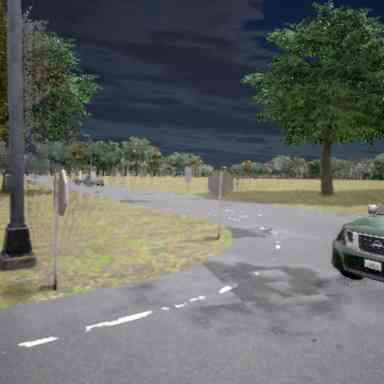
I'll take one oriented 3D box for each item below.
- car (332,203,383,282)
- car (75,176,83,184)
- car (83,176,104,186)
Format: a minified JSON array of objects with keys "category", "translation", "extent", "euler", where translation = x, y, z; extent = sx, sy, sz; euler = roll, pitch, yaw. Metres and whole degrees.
[{"category":"car","translation":[5.603,0.915,7.553],"extent":[5.566,2.045,2.150],"euler":[-1,4,-34]},{"category":"car","translation":[-19.282,-2.146,58.923],"extent":[2.128,1.511,4.902],"euler":[0,4,-33]},{"category":"car","translation":[-15.497,-1.647,53.153],"extent":[1.994,1.385,4.181],"euler":[0,3,-32]}]
